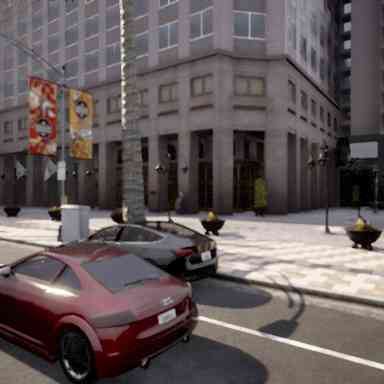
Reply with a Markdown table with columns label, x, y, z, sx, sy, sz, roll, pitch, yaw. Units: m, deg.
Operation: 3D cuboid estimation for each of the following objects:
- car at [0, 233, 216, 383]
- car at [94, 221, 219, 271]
| label | x | y | z | sx | sy | sz | roll | pitch | yaw |
| --- | --- | --- | --- | --- | --- | --- | --- | --- | --- |
| car | -1.959 | 1.555 | 5.396 | 4.181 | 1.385 | 1.994 | 0 | 0 | 35 |
| car | -1.593 | 1.501 | 8.926 | 4.786 | 1.482 | 2.161 | 0 | 0 | 35 |
